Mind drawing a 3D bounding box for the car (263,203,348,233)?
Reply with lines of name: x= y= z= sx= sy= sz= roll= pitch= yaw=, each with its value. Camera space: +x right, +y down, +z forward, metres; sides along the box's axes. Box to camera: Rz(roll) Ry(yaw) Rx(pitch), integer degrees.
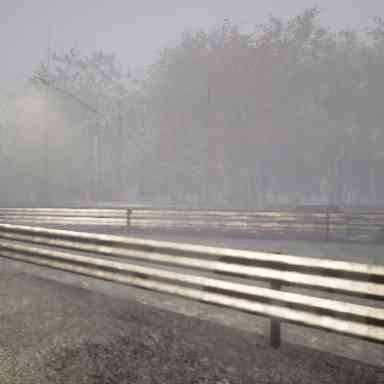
car: x=6.844 y=1.508 z=20.272 sx=4.856 sy=1.649 sz=2.033 roll=0 pitch=0 yaw=18
